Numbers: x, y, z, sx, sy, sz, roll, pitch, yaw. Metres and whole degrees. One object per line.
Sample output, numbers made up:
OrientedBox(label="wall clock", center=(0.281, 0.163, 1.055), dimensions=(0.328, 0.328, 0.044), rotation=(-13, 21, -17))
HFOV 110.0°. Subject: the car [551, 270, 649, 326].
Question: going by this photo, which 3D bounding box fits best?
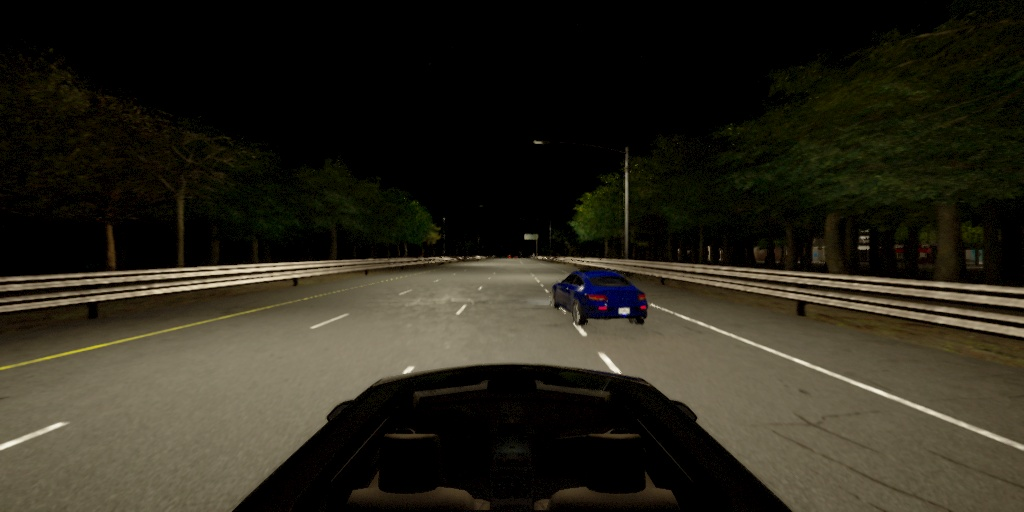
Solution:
OrientedBox(label="car", center=(2.483, 1.144, 11.042), dimensions=(1.812, 1.442, 4.674), rotation=(0, 1, -6))
